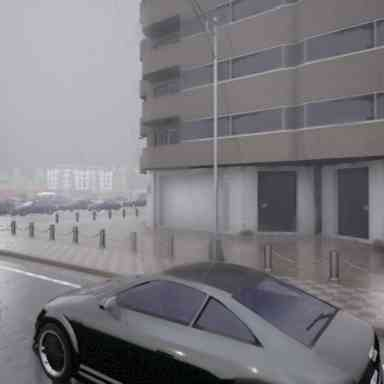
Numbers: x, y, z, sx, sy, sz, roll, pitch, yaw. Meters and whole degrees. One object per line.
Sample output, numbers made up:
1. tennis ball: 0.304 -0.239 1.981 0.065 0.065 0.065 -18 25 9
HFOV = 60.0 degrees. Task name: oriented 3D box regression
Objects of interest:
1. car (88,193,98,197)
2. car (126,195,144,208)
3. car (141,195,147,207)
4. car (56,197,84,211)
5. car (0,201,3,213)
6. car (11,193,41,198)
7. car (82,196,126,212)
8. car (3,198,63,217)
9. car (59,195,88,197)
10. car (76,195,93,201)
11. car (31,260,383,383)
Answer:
1. car: -26.679 1.323 88.103 1.905 1.878 3.866 0 0 35
2. car: -8.395 1.588 50.528 1.882 1.535 5.008 0 0 35
3. car: -4.829 1.610 49.516 1.837 1.490 4.892 0 0 35
4. car: -14.258 1.658 42.126 2.033 1.411 5.357 0 0 35
5. car: -20.013 1.658 33.860 2.033 1.411 5.357 0 0 35
6. car: -36.724 1.320 73.749 1.932 1.855 4.605 0 0 35
7. car: -10.774 1.631 40.986 1.812 1.442 4.674 0 0 35
8. car: -15.945 1.631 33.542 1.812 1.442 4.674 0 0 35
9. car: -22.839 1.536 64.118 1.970 1.475 3.806 0 0 35
10. car: -29.043 1.567 89.775 1.970 1.475 3.806 0 0 35
11. car: -0.070 1.567 4.032 4.181 1.385 1.994 0 0 35
